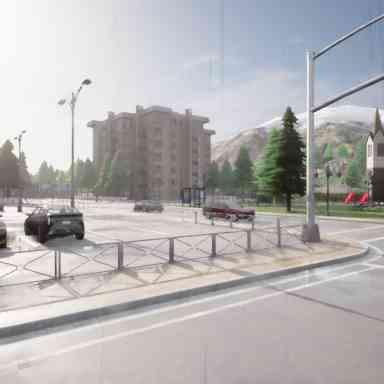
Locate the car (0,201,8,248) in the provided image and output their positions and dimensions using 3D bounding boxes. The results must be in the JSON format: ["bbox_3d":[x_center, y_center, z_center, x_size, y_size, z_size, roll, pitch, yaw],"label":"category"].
[{"bbox_3d":[-8.888,1.331,13.423,2.152,1.636,5.027,0,0,-36],"label":"car"}]

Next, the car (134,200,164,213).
[{"bbox_3d":[-4.837,1.570,37.010,1.994,1.385,4.181,0,0,-36],"label":"car"}]

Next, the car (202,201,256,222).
[{"bbox_3d":[2.871,1.483,26.529,1.882,1.535,5.008,0,0,-36],"label":"car"}]

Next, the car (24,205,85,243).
[{"bbox_3d":[-6.375,1.341,15.301,2.007,1.523,4.514,0,0,-36],"label":"car"}]
